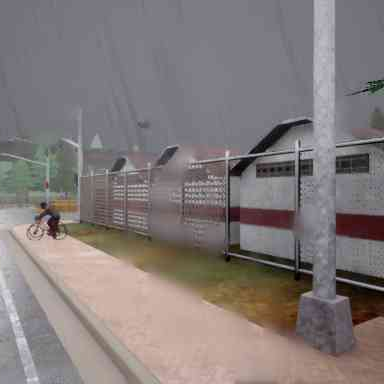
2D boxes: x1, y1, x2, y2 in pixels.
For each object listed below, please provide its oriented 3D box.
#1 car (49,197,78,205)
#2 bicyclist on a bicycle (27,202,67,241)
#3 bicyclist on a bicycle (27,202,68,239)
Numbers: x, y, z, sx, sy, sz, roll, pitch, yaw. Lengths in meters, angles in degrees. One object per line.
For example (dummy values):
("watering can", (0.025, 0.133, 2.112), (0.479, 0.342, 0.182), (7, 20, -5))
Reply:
("car", (-19.428, 1.505, 50.150), (4.892, 1.490, 1.837), (0, 0, -35))
("bicyclist on a bicycle", (-6.268, 1.301, 14.392), (1.656, 1.620, 0.582), (0, 0, -14))
("bicyclist on a bicycle", (-6.782, 1.301, 15.612), (1.656, 1.620, 0.582), (0, 0, -39))
